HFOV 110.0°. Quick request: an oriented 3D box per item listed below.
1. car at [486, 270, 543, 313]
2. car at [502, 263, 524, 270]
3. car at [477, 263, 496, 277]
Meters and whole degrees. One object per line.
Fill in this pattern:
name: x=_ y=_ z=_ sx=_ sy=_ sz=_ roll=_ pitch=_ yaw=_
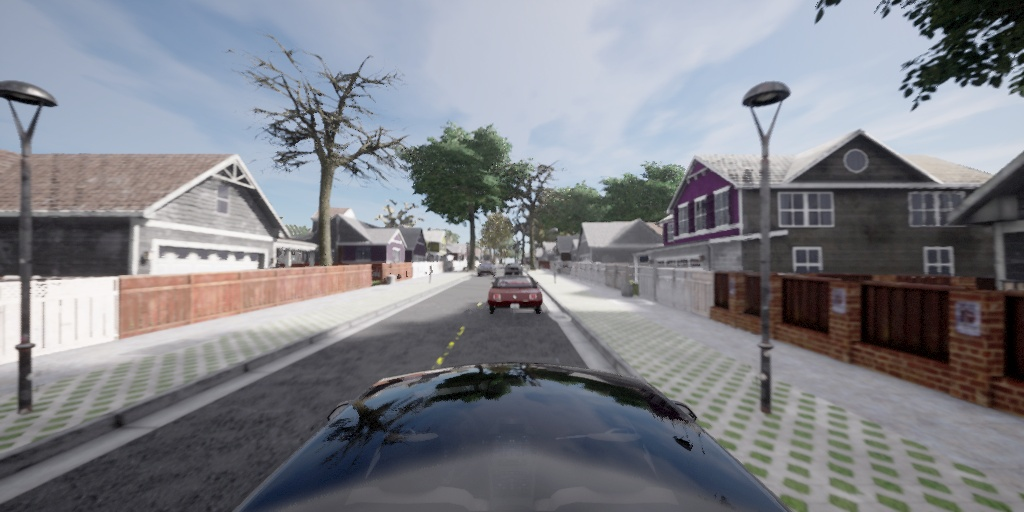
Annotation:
car: x=0.103 y=1.394 z=14.171 sx=1.895 sy=1.301 sz=4.718 roll=0 pitch=0 yaw=0
car: x=0.112 y=1.435 z=36.094 sx=1.837 sy=1.490 sz=4.892 roll=0 pitch=0 yaw=0
car: x=-2.738 y=1.504 z=39.573 sx=2.033 sy=1.411 sz=5.357 roll=0 pitch=0 yaw=0
